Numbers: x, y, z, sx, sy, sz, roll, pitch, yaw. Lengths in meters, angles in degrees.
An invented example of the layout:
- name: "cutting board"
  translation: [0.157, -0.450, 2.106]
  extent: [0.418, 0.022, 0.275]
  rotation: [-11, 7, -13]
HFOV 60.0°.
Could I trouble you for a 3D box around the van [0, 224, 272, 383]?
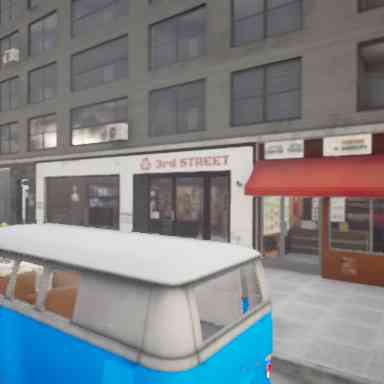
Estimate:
- name: "van"
  translation: [-1.140, 1.324, 3.620]
  extent: [3.998, 1.788, 1.690]
  rotation: [0, 0, 35]
